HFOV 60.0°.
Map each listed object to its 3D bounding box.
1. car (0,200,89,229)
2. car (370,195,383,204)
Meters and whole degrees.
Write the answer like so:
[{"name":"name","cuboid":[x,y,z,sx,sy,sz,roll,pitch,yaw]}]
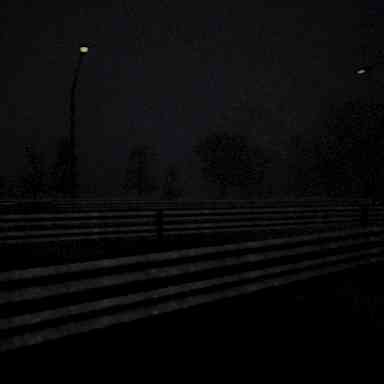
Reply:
[{"name":"car","cuboid":[-7.941,1.184,17.404,5.008,1.535,1.882,0,0,-25]},{"name":"car","cuboid":[20.480,1.132,34.056,4.553,1.767,2.097,0,0,-23]}]
